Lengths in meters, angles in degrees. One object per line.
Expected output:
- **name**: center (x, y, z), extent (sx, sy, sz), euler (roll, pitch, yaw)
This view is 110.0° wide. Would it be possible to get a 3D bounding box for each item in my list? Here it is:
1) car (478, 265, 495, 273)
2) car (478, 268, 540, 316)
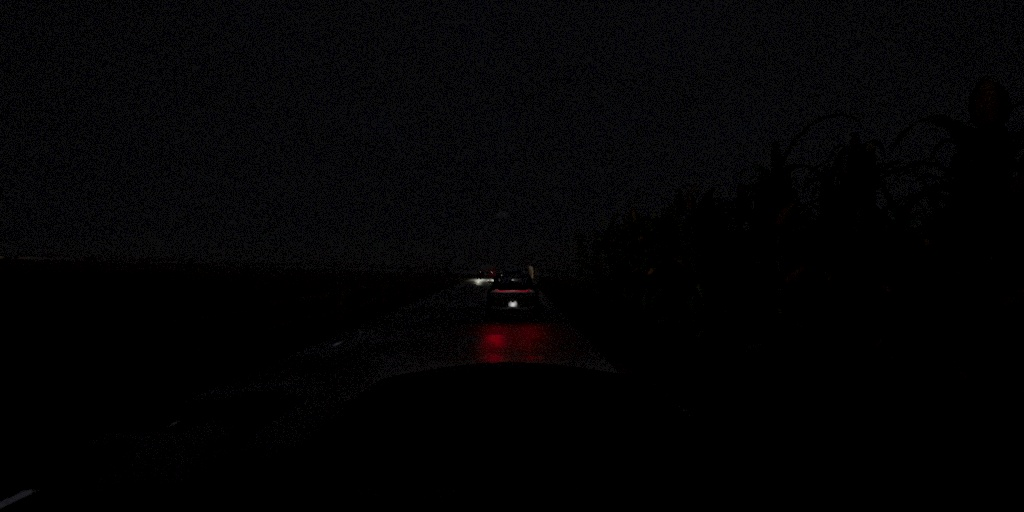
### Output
- **car**: center (-2.795, 1.736, 40.792), extent (1.882, 1.535, 5.008), euler (0, -1, 1)
- **car**: center (0.048, 1.395, 14.081), extent (2.128, 1.511, 4.902), euler (0, -1, 0)
